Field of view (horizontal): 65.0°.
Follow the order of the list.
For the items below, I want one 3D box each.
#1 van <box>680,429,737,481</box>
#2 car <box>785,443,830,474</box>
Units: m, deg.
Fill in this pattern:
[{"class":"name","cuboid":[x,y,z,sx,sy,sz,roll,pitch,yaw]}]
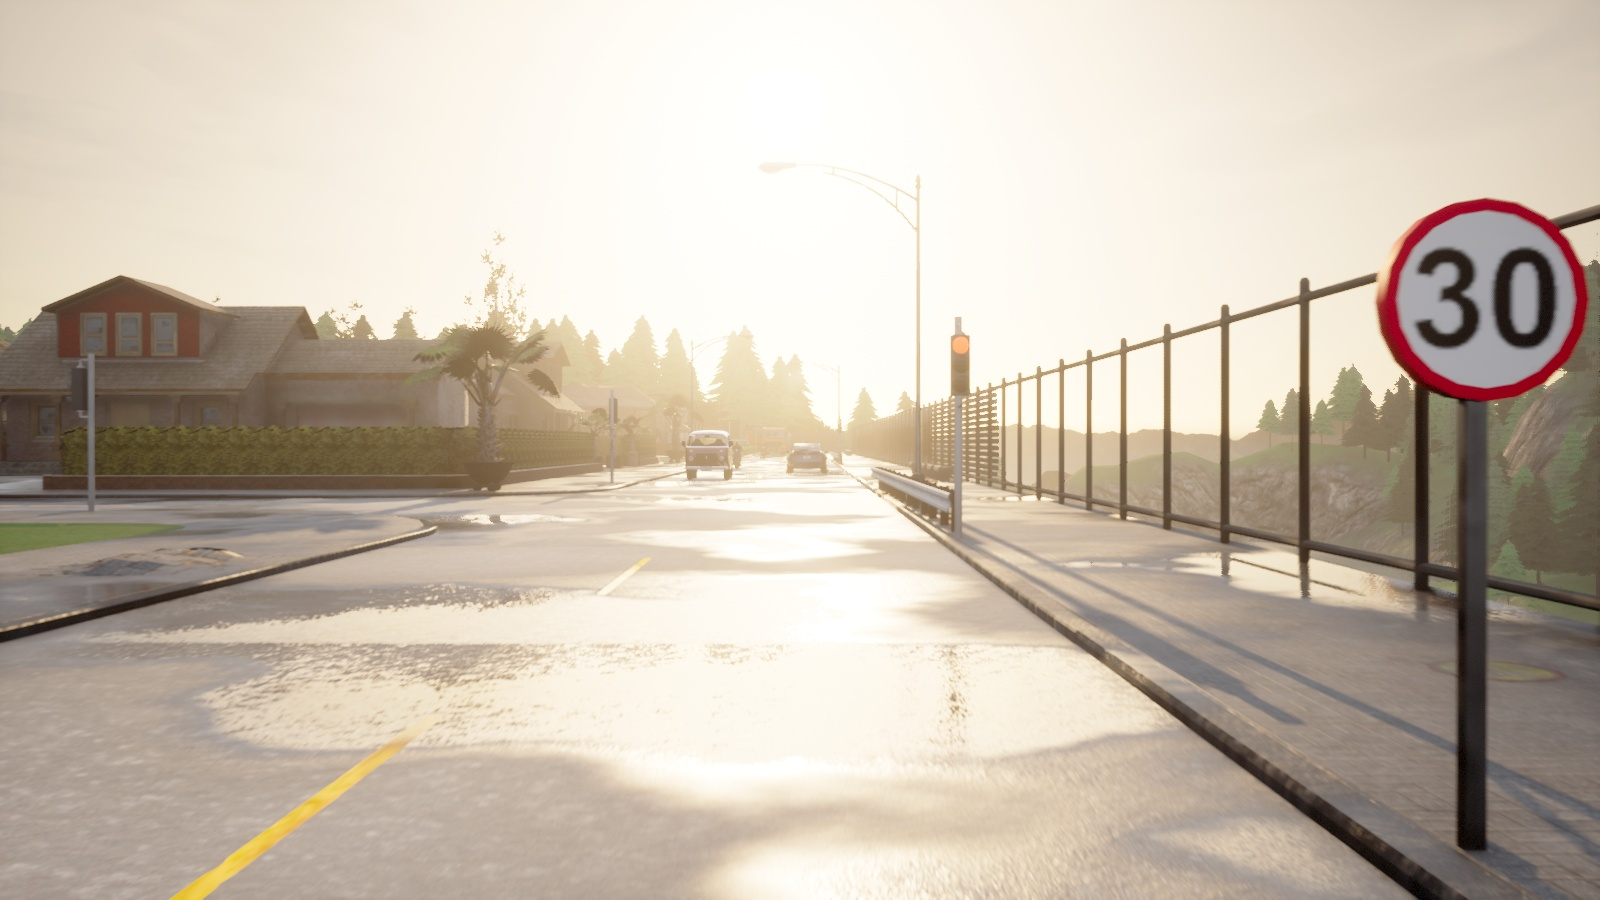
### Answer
[{"class":"van","cuboid":[-3.731,0.174,51.867,2.069,2.038,4.480,0,0,0]},{"class":"car","cuboid":[0.354,0.392,62.819,2.163,1.488,4.792,0,0,0]}]
